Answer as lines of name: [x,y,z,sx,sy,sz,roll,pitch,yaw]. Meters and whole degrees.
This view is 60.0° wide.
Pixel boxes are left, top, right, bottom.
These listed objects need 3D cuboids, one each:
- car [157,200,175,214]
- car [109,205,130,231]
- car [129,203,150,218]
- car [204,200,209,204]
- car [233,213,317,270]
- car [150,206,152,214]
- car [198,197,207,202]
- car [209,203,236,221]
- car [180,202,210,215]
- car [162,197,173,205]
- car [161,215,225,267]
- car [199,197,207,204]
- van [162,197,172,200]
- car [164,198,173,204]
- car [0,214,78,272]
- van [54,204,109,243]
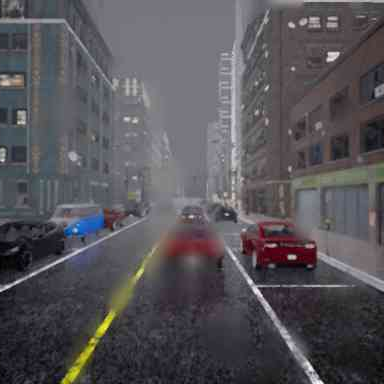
car: [-3.038,1.947,39.852,1.895,1.301,4.718,0,-1,1]
car: [-5.681,1.737,22.254,1.887,1.381,4.507,0,0,0]
car: [-5.680,1.855,33.300,1.947,1.339,4.313,0,-1,0]
car: [2.701,1.903,38.811,1.947,1.339,4.313,0,-1,0]
car: [2.699,1.641,11.194,1.887,1.381,4.507,0,0,0]
car: [-5.680,1.919,38.823,1.802,1.307,4.206,0,-1,0]
car: [2.703,2.215,71.215,1.802,1.307,4.206,0,-1,0]
car: [2.700,1.806,27.764,1.947,1.339,4.313,0,-1,0]
car: [0.028,1.766,25.249,2.033,1.411,5.357,0,0,1]
car: [-5.675,2.000,76.747,2.192,1.841,5.009,0,-1,0]
car: [0.042,1.703,11.813,1.895,1.301,4.718,0,0,1]
car: [2.705,2.176,82.272,1.967,1.590,4.097,0,-1,0]
van: [-5.676,1.975,71.219,1.690,1.788,3.998,0,-1,0]
car: [-5.676,2.282,82.272,1.887,1.381,4.507,0,-1,0]
car: [-5.682,1.663,11.207,1.947,1.339,4.313,0,0,0]
van: [-5.680,1.486,16.733,1.690,1.788,3.998,0,0,0]
